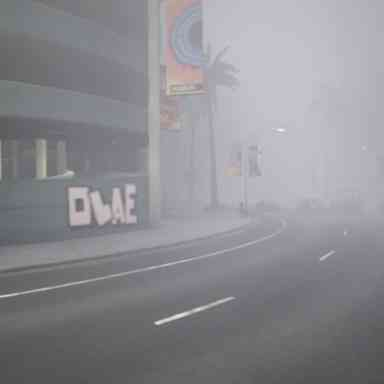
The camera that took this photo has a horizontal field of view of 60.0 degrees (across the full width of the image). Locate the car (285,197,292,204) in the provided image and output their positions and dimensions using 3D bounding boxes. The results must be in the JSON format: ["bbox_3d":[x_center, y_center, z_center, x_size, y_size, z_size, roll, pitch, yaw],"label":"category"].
[{"bbox_3d":[19.543,1.620,63.649,2.231,1.521,4.892,0,0,-8],"label":"car"}]

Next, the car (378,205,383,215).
[{"bbox_3d":[19.992,1.615,32.033,1.895,1.301,4.718,0,0,1],"label":"car"}]

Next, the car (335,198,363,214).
[{"bbox_3d":[16.293,1.402,35.857,2.097,1.767,4.553,0,0,-2],"label":"car"}]

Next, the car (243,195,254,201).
[{"bbox_3d":[15.681,1.627,92.769,2.185,1.767,4.553,0,0,-8],"label":"car"}]

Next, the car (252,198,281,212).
[{"bbox_3d":[8.935,1.669,39.426,1.994,1.385,4.181,0,0,-7],"label":"car"}]

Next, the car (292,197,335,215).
[{"bbox_3d":[12.752,1.419,35.232,2.097,1.767,4.553,0,0,-3],"label":"car"}]
